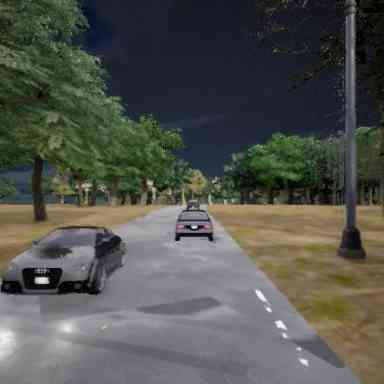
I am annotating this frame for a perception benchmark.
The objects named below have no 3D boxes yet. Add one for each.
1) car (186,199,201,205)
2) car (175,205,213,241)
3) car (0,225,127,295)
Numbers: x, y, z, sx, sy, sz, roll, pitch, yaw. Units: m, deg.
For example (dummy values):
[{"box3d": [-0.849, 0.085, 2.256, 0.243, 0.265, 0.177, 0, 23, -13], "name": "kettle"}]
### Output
[{"box3d": [0.239, 1.846, 48.029, 1.837, 1.490, 4.892, 0, -1, 1], "name": "car"}, {"box3d": [0.101, 1.607, 17.146, 2.033, 1.411, 5.357, 0, 0, 0], "name": "car"}, {"box3d": [-3.004, 1.588, 8.652, 1.994, 1.385, 4.181, 0, 0, 0], "name": "car"}]
